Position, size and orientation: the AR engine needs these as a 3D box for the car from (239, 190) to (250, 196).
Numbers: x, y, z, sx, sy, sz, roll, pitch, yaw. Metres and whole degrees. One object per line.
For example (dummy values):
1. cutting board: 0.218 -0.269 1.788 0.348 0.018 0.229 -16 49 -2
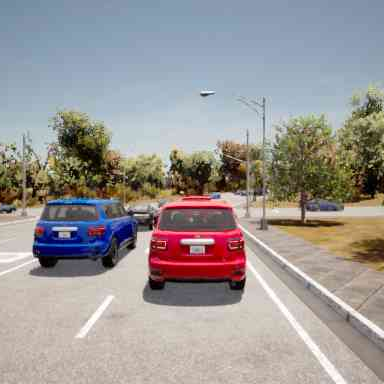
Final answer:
1. car: 14.251 0.262 86.364 2.128 1.511 4.902 0 3 33

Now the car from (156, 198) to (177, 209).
1. car: -3.778 1.662 49.788 1.812 1.442 4.674 0 0 12

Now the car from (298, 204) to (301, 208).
1. car: 16.264 1.562 42.894 4.892 1.490 1.837 -1 0 3

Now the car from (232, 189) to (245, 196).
1. car: 12.670 0.118 90.481 1.994 1.385 4.181 0 3 33

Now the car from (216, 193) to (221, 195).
1. car: 5.184 0.956 76.904 1.882 1.535 5.008 0 2 23

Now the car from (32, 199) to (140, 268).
1. car: -3.353 1.235 11.514 2.150 2.045 5.566 0 0 1

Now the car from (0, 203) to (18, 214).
1. car: -22.992 1.815 38.057 5.357 1.411 2.033 -2 0 3

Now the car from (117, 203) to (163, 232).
1. car: -3.168 1.536 21.367 2.128 1.511 4.902 0 0 1

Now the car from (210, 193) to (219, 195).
1. car: 0.281 1.260 19.603 2.150 2.045 5.566 0 0 1

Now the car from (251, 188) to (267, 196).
1. car: 17.566 -0.079 85.080 2.150 2.045 5.566 0 3 33

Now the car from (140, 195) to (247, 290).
1. car: 0.129 1.230 9.235 2.150 2.045 5.566 0 0 0

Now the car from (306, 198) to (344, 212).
1. car: 15.736 1.615 39.419 4.181 1.385 1.994 -1 0 4

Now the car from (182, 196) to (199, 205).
1. car: -0.281 1.589 63.107 1.994 1.385 4.181 0 1 19
